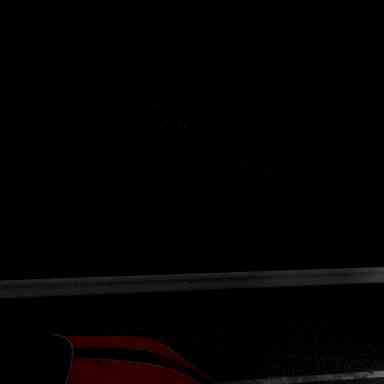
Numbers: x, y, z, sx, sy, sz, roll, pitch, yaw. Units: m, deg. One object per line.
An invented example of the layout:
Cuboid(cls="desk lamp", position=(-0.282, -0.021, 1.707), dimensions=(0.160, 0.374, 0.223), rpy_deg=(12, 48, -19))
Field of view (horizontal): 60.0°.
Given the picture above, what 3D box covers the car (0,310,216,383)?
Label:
Cuboid(cls="car", position=(-1.852, 1.352, 1.664), dimensions=(4.553, 1.767, 2.097), rpy_deg=(0, 0, -6))
